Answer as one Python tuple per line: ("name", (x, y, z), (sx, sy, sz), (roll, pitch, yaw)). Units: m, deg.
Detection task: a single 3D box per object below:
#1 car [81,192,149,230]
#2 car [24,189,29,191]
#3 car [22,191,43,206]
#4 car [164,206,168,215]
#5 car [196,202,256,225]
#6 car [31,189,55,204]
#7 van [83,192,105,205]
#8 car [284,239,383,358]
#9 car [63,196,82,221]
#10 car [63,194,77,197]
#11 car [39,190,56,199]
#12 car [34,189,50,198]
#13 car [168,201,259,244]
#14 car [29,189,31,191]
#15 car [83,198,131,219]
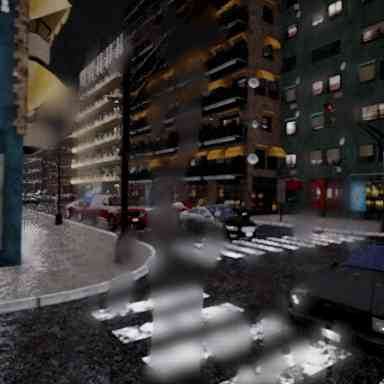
("car", (-4.401, 1.112, 19.443), (2.192, 1.841, 5.009), (2, -1, -36))
("car", (-42.086, 0.421, 81.444), (2.033, 1.411, 5.357), (1, 0, -36))
("car", (-20.692, 0.972, 42.039), (1.947, 1.339, 4.313), (2, -1, -36))
("car", (-0.847, 1.447, 28.828), (1.802, 1.307, 4.206), (2, 0, -36))
("car", (2.410, 1.510, 24.309), (1.947, 1.339, 4.313), (2, 0, -36))
("car", (-20.696, 0.752, 46.603), (2.097, 1.767, 4.553), (1, 0, -35))
("van", (-13.866, 0.894, 46.908), (1.690, 1.788, 3.998), (2, 0, -36))
("car", (4.092, 1.613, 6.147), (5.357, 1.411, 2.033), (1, 0, -35))
("car", (-7.666, 1.264, 23.961), (1.887, 1.381, 4.507), (2, -1, -36))
("car", (-20.384, 0.941, 55.945), (1.887, 1.381, 4.507), (2, 0, -36))
("car", (-30.147, 0.478, 69.506), (2.192, 1.841, 5.009), (2, 0, -36))
("car", (-33.403, 0.400, 74.025), (2.192, 1.841, 5.009), (2, 0, -36))
("car", (1.079, 1.424, 15.721), (2.128, 1.511, 4.902), (1, 0, -31))
("car", (-40.022, 0.453, 83.200), (1.752, 1.417, 4.829), (2, 0, -36))
("car", (-7.151, 1.273, 27.657), (2.033, 1.411, 5.357), (1, 0, -36))
